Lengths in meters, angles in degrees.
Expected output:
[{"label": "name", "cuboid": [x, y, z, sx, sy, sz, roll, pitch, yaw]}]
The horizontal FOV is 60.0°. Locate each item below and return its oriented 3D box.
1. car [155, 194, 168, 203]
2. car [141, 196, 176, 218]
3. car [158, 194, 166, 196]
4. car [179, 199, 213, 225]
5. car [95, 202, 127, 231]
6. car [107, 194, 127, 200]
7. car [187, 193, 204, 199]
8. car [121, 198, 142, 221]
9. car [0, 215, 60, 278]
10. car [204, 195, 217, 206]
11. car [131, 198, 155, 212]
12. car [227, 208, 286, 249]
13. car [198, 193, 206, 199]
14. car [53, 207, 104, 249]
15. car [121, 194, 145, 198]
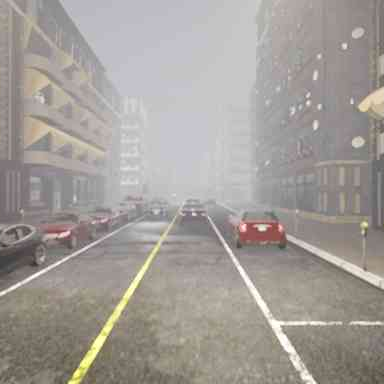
[{"label": "car", "cuboid": [-5.295, 1.122, 58.491, 1.967, 1.590, 4.097, 1, 0, 0]}, {"label": "car", "cuboid": [-2.741, 1.341, 28.137, 2.128, 1.511, 4.902, 0, 0, 0]}, {"label": "car", "cuboid": [-5.294, 1.294, 52.942, 1.802, 1.307, 4.206, 1, 0, 0]}, {"label": "car", "cuboid": [0.108, 1.424, 23.027, 2.033, 1.411, 5.357, 0, 0, 0]}, {"label": "car", "cuboid": [-5.300, 1.477, 19.649, 1.802, 1.307, 4.206, 1, 0, 0]}, {"label": "car", "cuboid": [-17.599, 1.157, 77.882, 4.313, 1.339, 1.947, 0, -1, 0]}, {"label": "car", "cuboid": [0.113, 1.254, 41.196, 1.882, 1.535, 5.008, 0, 1, 0]}, {"label": "car", "cuboid": [-5.298, 1.415, 25.198, 2.008, 1.369, 4.403, 1, 0, 0]}, {"label": "car", "cuboid": [-5.303, 1.520, 8.551, 1.947, 1.339, 4.313, 1, 0, 0]}, {"label": "car", "cuboid": [2.589, 1.324, 47.413, 1.802, 1.307, 4.206, 1, 0, 0]}, {"label": "car", "cuboid": [-5.295, 1.370, 36.296, 1.947, 1.339, 4.313, 1, 0, 0]}, {"label": "car", "cuboid": [2.580, 1.364, 14.118, 1.967, 1.590, 4.097, 1, 0, 0]}, {"label": "car", "cuboid": [2.603, 1.050, 91.060, 2.008, 1.369, 4.403, 1, 0, 0]}, {"label": "car", "cuboid": [-5.302, 1.507, 14.100, 1.802, 1.307, 4.206, 1, 0, 0]}, {"label": "car", "cuboid": [-5.293, 1.149, 30.746, 2.192, 1.841, 5.009, 1, 0, 0]}]
